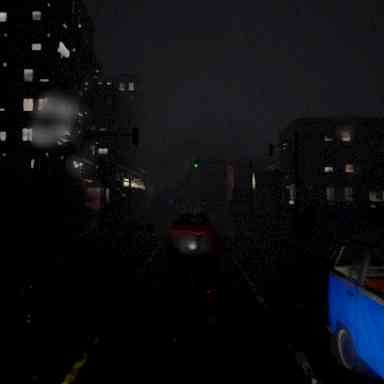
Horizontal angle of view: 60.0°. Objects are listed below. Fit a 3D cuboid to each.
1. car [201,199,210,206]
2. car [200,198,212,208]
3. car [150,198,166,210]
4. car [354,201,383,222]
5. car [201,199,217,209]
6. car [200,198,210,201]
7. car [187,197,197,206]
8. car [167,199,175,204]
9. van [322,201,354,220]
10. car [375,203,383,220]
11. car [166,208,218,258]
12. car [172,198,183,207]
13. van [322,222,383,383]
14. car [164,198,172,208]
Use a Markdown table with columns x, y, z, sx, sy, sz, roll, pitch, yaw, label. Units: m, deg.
| x | y | z | sx | sy | sz | roll | pitch | yaw | label |
| --- | --- | --- | --- | --- | --- | --- | --- | --- | --- |
| 3.119 | 2.392 | 76.668 | 1.812 | 1.442 | 4.674 | 0 | -1 | 0 | car |
| 2.669 | 2.035 | 64.488 | 2.192 | 1.841 | 5.009 | 0 | -1 | 0 | car |
| -5.708 | 2.112 | 53.234 | 1.752 | 1.417 | 4.829 | 0 | -1 | 0 | car |
| 14.914 | 1.606 | 23.982 | 5.009 | 1.841 | 2.192 | 0 | -1 | 0 | car |
| 2.675 | 2.054 | 48.039 | 1.752 | 1.417 | 4.829 | 0 | -1 | 0 | car |
| 2.670 | 2.236 | 58.946 | 1.802 | 1.307 | 4.206 | 0 | -1 | 0 | car |
| -0.028 | 2.072 | 75.122 | 2.150 | 2.045 | 5.566 | 0 | -1 | 0 | car |
| -5.723 | 2.603 | 92.176 | 1.887 | 1.381 | 4.507 | 0 | -1 | 0 | car |
| 14.888 | 1.759 | 32.360 | 3.998 | 1.788 | 1.690 | 0 | -1 | 0 | van |
| 20.411 | 1.877 | 32.374 | 4.097 | 1.590 | 1.967 | 0 | -1 | 0 | car |
| -0.013 | 1.636 | 13.501 | 2.128 | 1.511 | 4.902 | 0 | 0 | -1 | car |
| -3.028 | 2.114 | 67.764 | 2.097 | 1.767 | 4.553 | 0 | -1 | 0 | car |
| 2.660 | 1.375 | 3.087 | 1.690 | 1.788 | 3.998 | 0 | -1 | 0 | van |
| -5.711 | 2.034 | 64.484 | 2.192 | 1.841 | 5.009 | 0 | -1 | 0 | car |
